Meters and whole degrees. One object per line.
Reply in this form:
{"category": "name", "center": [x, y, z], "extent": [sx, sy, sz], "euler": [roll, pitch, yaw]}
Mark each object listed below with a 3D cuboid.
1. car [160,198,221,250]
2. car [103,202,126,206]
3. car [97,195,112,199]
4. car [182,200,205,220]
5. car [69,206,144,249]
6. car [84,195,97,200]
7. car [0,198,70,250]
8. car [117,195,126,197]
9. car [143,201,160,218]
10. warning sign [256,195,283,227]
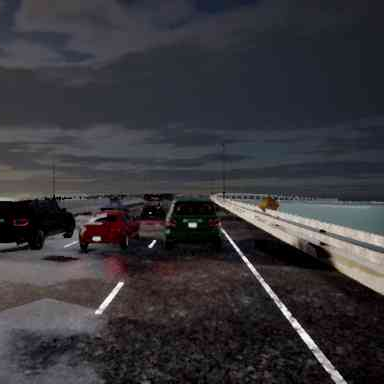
{"category": "car", "center": [0.039, 1.262, 14.460], "extent": [2.150, 2.045, 5.566], "euler": [0, 0, 0]}
{"category": "car", "center": [-6.840, 1.569, 29.439], "extent": [2.033, 1.411, 5.357], "euler": [0, 0, 1]}
{"category": "car", "center": [-19.924, 1.414, 77.045], "extent": [1.812, 1.442, 4.674], "euler": [0, 0, 2]}
{"category": "car", "center": [0.159, 1.490, 29.364], "extent": [1.882, 1.535, 5.008], "euler": [0, 0, 1]}
{"category": "car", "center": [-3.461, 1.537, 14.448], "extent": [1.812, 1.442, 4.674], "euler": [0, 0, 0]}
{"category": "car", "center": [-23.423, 1.431, 77.148], "extent": [2.033, 1.411, 5.357], "euler": [0, 0, 2]}
{"category": "car", "center": [-6.960, 1.262, 14.497], "extent": [2.150, 2.045, 5.566], "euler": [0, 0, 0]}
{"category": "car", "center": [-16.426, 1.389, 76.944], "extent": [1.837, 1.490, 4.892], "euler": [0, 0, 2]}
{"category": "car", "center": [-3.340, 1.501, 29.402], "extent": [2.128, 1.511, 4.902], "euler": [0, 0, 1]}
{"category": "warning sign", "center": [4.608, 1.119, 19.845], "extent": [1.300, 1.860, 1.060], "euler": [-1, -1, 0]}
